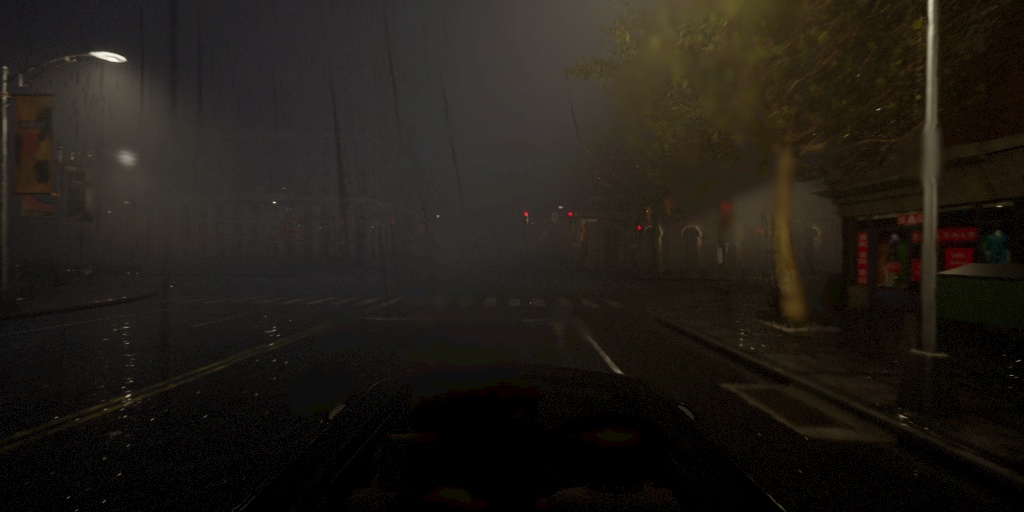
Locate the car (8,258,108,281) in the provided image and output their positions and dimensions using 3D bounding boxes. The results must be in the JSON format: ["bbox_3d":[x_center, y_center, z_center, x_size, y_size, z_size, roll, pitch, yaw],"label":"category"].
[{"bbox_3d":[-31.231,0.913,24.363,4.902,1.511,2.128,0,0,2],"label":"car"}]

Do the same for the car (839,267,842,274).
[{"bbox_3d":[37.033,1.401,37.625,4.674,1.442,1.812,0,0,1],"label":"car"}]

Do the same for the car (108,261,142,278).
[{"bbox_3d":[-31.921,1.002,27.885,4.718,1.301,1.895,0,0,2],"label":"car"}]
